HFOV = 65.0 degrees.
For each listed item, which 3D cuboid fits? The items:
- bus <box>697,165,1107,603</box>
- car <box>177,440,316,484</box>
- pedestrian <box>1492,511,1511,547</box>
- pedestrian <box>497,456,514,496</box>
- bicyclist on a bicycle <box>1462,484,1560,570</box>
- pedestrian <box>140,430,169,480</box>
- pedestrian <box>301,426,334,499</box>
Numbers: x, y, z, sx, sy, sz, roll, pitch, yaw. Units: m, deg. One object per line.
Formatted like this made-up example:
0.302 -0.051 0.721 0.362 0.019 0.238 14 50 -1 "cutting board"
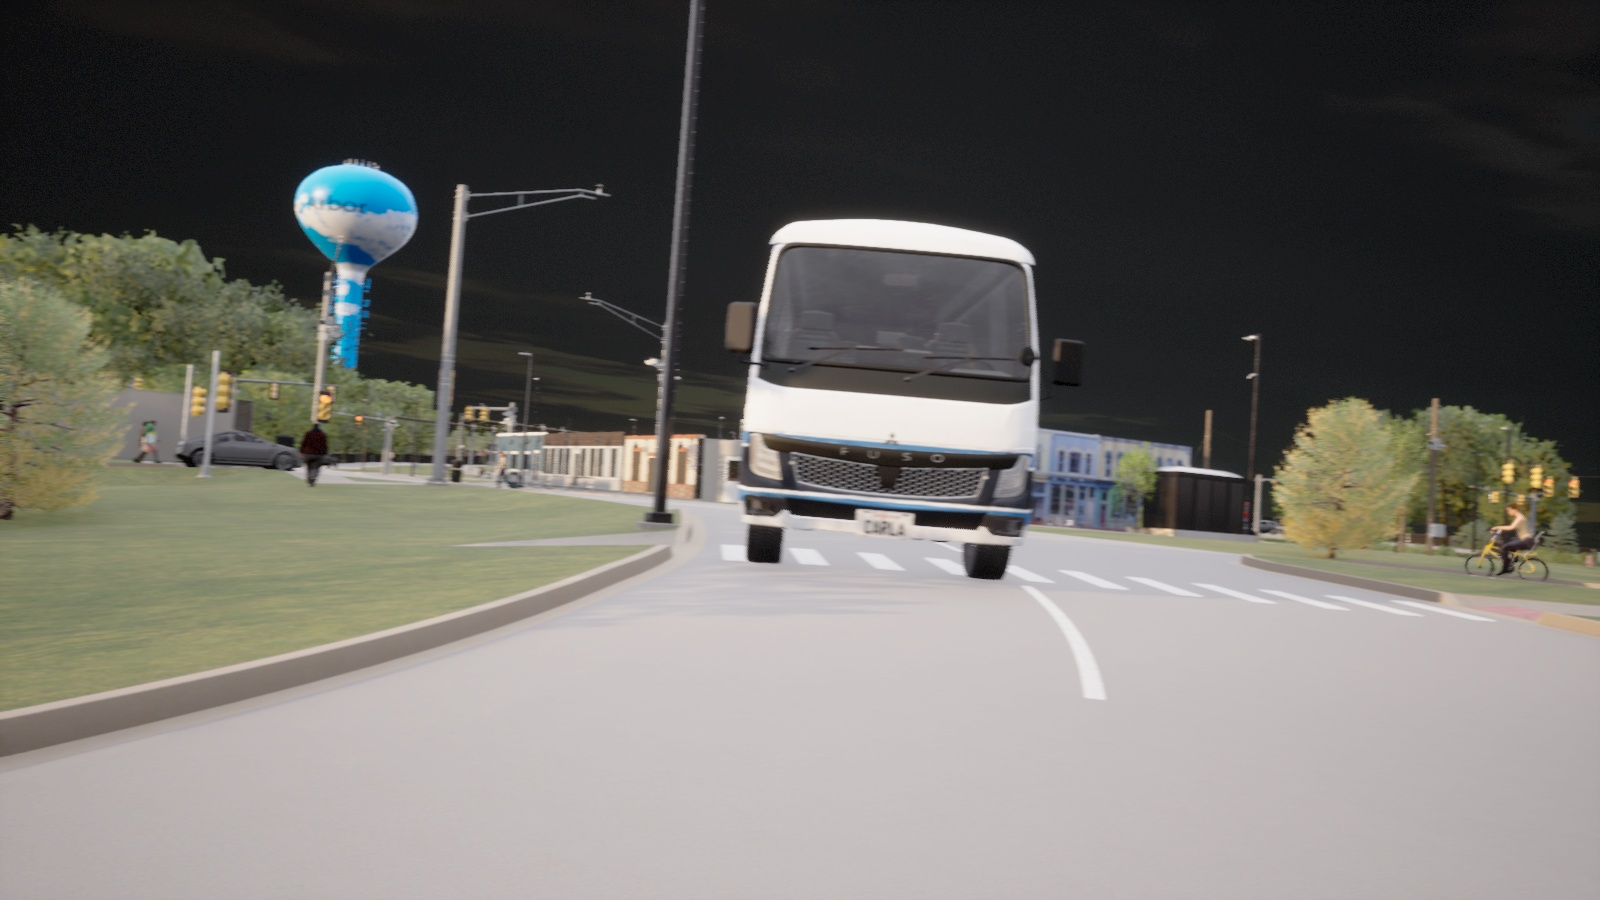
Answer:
1.102 -0.725 18.007 3.944 4.253 10.273 3 1 1 "bus"
-19.606 0.469 44.525 4.181 1.385 1.994 3 -3 -35 "car"
36.889 4.132 66.022 0.694 1.848 0.540 4 -3 -28 "pedestrian"
-13.719 1.218 58.462 0.594 1.836 0.345 4 -3 -27 "pedestrian"
14.218 1.530 25.124 1.509 1.612 0.866 2 -2 41 "bicyclist on a bicycle"
-26.164 0.224 50.911 0.873 1.952 0.659 4 -3 -29 "pedestrian"
-12.646 0.338 32.954 0.634 1.844 0.899 4 -3 -17 "pedestrian"
